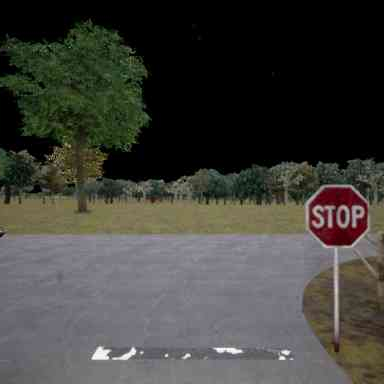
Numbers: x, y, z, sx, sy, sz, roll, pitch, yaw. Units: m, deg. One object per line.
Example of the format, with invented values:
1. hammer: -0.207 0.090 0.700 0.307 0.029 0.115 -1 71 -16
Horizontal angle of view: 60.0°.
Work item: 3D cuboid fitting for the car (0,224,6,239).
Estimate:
1. car: -10.278 1.584 13.480 4.718 1.301 1.895 0 -1 0
